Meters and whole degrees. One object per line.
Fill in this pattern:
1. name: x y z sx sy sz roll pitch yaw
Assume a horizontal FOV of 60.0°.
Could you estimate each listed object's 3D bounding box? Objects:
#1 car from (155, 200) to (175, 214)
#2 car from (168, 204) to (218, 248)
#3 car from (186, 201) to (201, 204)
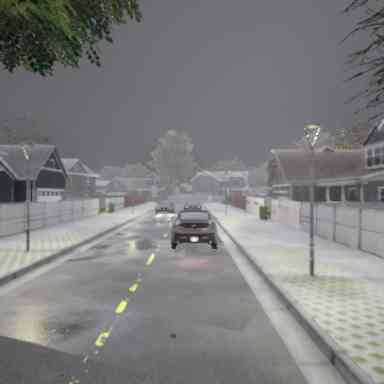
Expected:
1. car: -2.849 1.578 35.852 1.994 1.385 4.181 0 0 0
2. car: 0.083 1.509 14.791 1.837 1.490 4.892 0 0 0
3. car: 0.094 1.615 36.846 1.895 1.301 4.718 0 0 0
